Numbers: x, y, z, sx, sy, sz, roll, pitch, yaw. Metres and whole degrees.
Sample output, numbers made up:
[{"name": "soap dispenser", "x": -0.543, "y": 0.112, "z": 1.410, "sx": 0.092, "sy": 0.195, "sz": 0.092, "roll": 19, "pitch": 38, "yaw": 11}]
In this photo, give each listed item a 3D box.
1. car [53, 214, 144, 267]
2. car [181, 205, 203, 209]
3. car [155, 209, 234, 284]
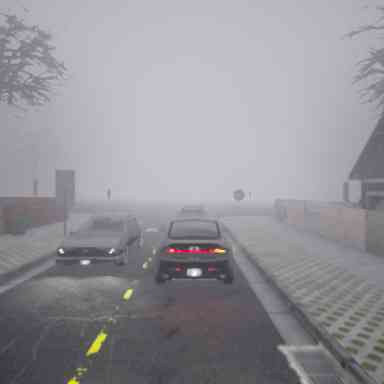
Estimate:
[{"name": "car", "x": -2.837, "y": 1.479, "z": 11.498, "sx": 2.033, "sy": 1.411, "sz": 5.357, "roll": 0, "pitch": 0, "yaw": 0}, {"name": "car", "x": 0.025, "y": 1.453, "z": 19.208, "sx": 1.994, "sy": 1.385, "sz": 4.181, "roll": 0, "pitch": 0, "yaw": 0}, {"name": "car", "x": 0.063, "y": 1.446, "z": 9.401, "sx": 1.837, "sy": 1.490, "sz": 4.892, "roll": 0, "pitch": 0, "yaw": 0}]
